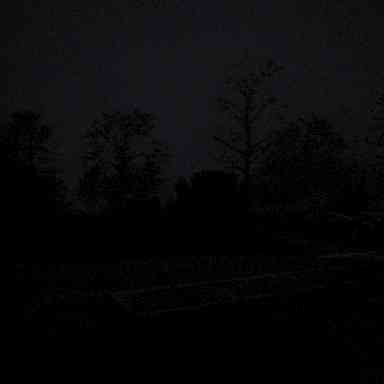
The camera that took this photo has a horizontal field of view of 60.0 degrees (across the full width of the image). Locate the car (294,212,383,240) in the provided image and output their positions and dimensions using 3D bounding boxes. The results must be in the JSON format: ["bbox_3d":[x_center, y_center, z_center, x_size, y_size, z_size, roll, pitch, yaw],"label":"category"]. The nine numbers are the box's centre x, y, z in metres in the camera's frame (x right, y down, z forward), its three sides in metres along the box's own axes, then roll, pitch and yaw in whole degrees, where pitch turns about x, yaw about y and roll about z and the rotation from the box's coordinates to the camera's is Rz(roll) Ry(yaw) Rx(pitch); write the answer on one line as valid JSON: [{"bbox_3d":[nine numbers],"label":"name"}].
[{"bbox_3d":[8.845,2.005,20.749,4.892,1.521,2.231,1,-2,40],"label":"car"}]
